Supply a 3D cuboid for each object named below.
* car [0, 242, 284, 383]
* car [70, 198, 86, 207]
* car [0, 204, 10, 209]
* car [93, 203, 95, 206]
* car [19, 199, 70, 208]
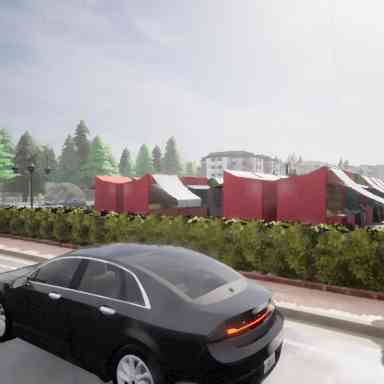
[{"bbox_3d":[-1.173,1.505,4.839,4.892,1.490,1.837,0,0,36],"label":"car"},{"bbox_3d":[-15.252,1.547,40.559,2.128,1.511,4.902,0,0,36],"label":"car"},{"bbox_3d":[-20.862,1.603,32.821,2.033,1.411,5.357,0,0,39],"label":"car"},{"bbox_3d":[-10.198,1.408,41.555,2.097,1.767,4.553,0,0,36],"label":"car"},{"bbox_3d":[-15.516,1.656,34.248,1.895,1.301,4.718,0,0,36],"label":"car"}]
